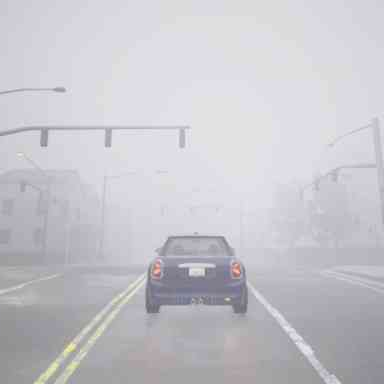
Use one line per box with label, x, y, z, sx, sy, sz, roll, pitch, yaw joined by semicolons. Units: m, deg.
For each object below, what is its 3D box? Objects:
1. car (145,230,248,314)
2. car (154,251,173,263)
car;0.093;1.855;8.659;2.097;1.767;4.553;0;-7;0
car;-3.633;8.448;43.077;2.033;1.411;5.357;0;-11;0
